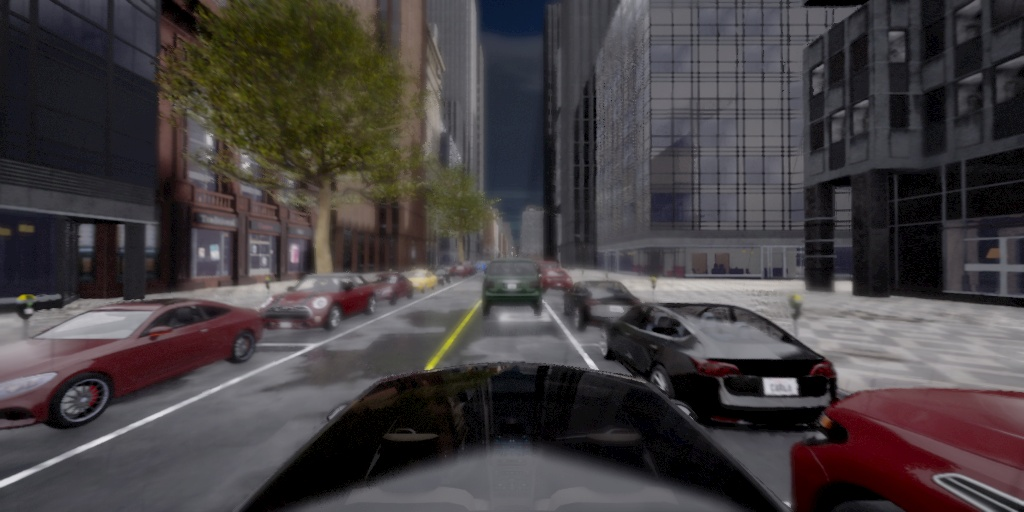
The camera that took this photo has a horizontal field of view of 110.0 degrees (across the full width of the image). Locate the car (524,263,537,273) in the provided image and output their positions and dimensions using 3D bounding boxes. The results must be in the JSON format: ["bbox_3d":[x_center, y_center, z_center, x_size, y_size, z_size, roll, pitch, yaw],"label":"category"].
[{"bbox_3d":[3.002,1.900,58.514,1.812,1.442,4.674,0,-1,0],"label":"car"}]

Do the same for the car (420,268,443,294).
[{"bbox_3d":[-5.856,1.491,22.387,1.751,1.417,4.829,0,0,0],"label":"car"}]

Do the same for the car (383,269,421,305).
[{"bbox_3d":[-5.857,1.488,16.918,1.802,1.307,4.207,0,0,0],"label":"car"}]

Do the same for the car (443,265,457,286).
[{"bbox_3d":[-5.857,1.594,28.197,1.948,1.339,4.313,0,0,0],"label":"car"}]

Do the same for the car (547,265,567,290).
[{"bbox_3d":[2.668,1.511,22.551,1.888,1.381,4.507,0,0,0],"label":"car"}]

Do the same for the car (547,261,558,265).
[{"bbox_3d":[2.669,1.343,28.190,2.192,1.841,5.009,0,0,0],"label":"car"}]

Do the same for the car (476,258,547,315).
[{"bbox_3d":[0.010,1.105,14.468,2.150,2.045,5.566,0,0,0],"label":"car"}]

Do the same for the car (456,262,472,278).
[{"bbox_3d":[-5.856,1.700,39.474,1.888,1.381,4.507,0,0,0],"label":"car"}]

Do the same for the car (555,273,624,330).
[{"bbox_3d":[2.669,1.412,11.274,1.948,1.339,4.313,0,0,0],"label":"car"}]

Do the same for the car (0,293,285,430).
[{"bbox_3d":[-5.857,1.372,5.640,1.802,1.307,4.207,0,0,0],"label":"car"}]

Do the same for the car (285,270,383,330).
[{"bbox_3d":[-5.857,1.286,11.279,1.967,1.591,4.097,0,0,0],"label":"car"}]

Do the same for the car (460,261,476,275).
[{"bbox_3d":[-5.856,1.533,45.114,2.192,1.841,5.009,0,0,0],"label":"car"}]

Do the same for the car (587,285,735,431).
[{"bbox_3d":[2.669,1.355,5.636,1.948,1.339,4.313,0,0,0],"label":"car"}]
